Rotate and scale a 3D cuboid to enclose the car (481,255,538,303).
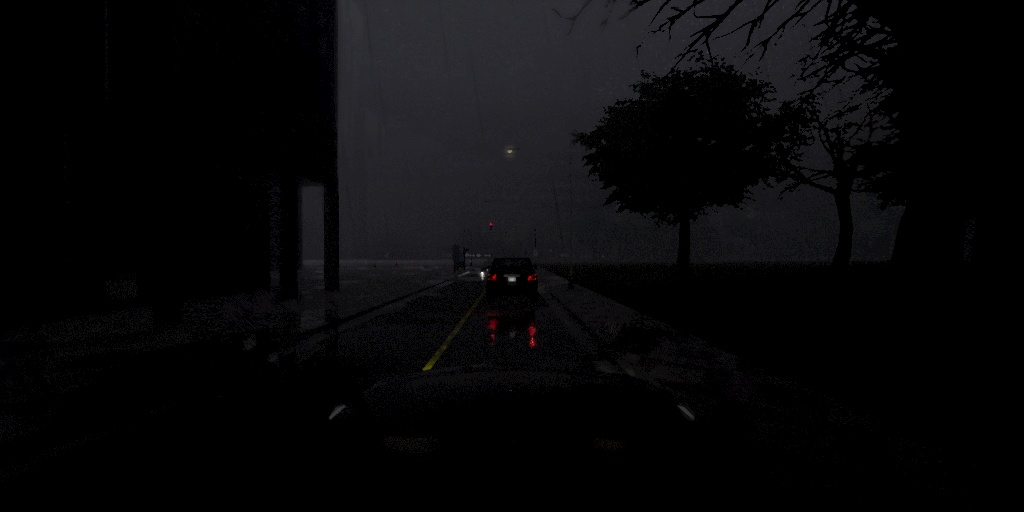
[{"bbox_3d":[0.000,0.994,16.530,2.150,2.045,5.566,0,0,0],"label":"car"}]
